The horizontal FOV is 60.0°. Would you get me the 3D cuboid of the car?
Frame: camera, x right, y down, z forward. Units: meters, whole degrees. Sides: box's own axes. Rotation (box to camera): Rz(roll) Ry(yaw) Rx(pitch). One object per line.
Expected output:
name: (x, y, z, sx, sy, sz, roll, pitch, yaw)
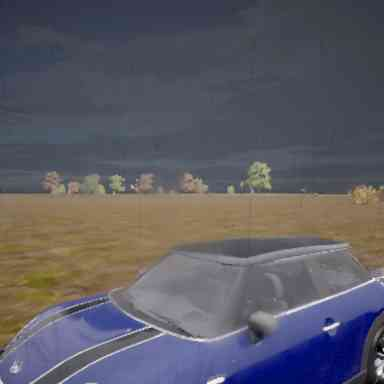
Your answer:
car: (0.332, 1.369, 3.712, 4.553, 1.767, 2.097, 0, 0, -36)
